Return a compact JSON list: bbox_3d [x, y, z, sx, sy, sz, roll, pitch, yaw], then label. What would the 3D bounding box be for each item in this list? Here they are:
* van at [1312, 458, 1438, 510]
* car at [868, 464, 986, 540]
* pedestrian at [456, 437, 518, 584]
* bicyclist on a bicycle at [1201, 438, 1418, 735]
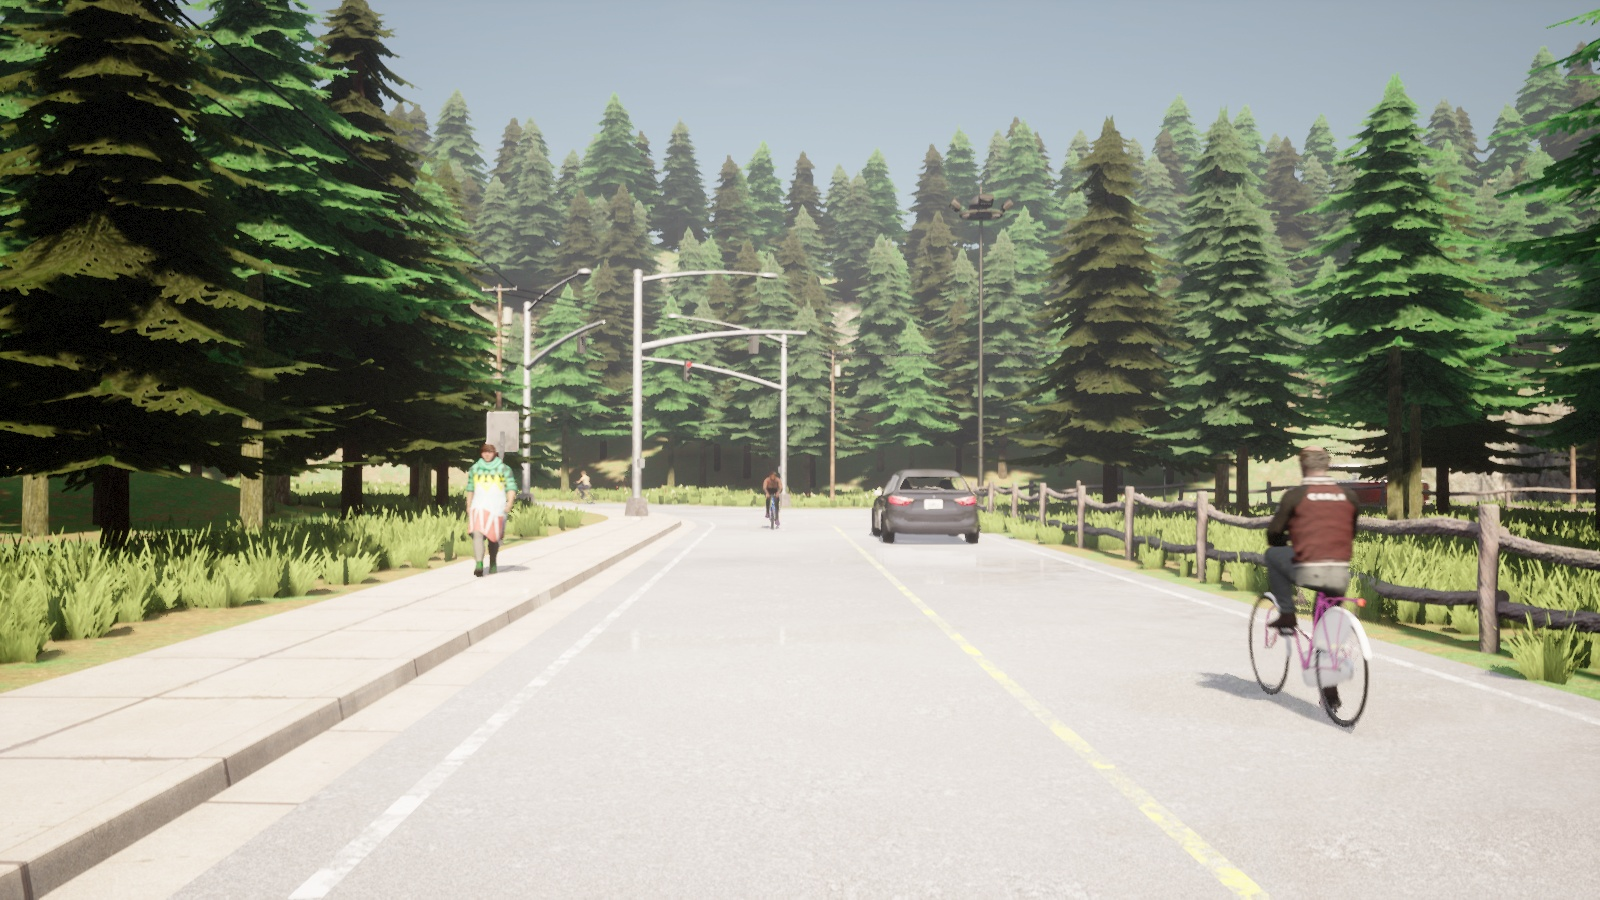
[{"bbox_3d":[23.201,1.384,50.863,4.480,2.038,2.069,-1,-2,20],"label":"van"},{"bbox_3d":[2.914,1.186,29.858,2.242,1.667,4.611,0,-1,-1],"label":"car"},{"bbox_3d":[-4.250,0.806,17.082,0.659,1.952,0.873,0,-1,-2],"label":"pedestrian"},{"bbox_3d":[3.346,0.831,8.448,0.659,1.776,1.843,0,-1,-1],"label":"bicyclist on a bicycle"}]
